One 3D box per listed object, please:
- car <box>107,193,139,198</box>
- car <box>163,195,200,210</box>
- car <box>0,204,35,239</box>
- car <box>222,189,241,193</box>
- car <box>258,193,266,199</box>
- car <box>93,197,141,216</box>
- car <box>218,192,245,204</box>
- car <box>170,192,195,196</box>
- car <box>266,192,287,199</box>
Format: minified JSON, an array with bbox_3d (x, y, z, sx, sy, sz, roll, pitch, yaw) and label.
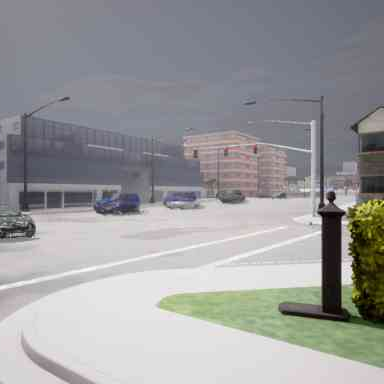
[{"bbox_3d":[-7.993,1.154,36.113,2.150,2.045,5.566,0,0,35],"label":"car"},{"bbox_3d":[-1.002,1.439,39.979,1.895,1.301,4.718,0,1,35],"label":"car"},{"bbox_3d":[-9.761,1.351,16.414,4.553,1.767,2.097,0,-1,36],"label":"car"},{"bbox_3d":[6.642,0.610,56.967,2.150,2.045,5.566,0,1,35],"label":"car"},{"bbox_3d":[15.539,0.756,69.518,1.895,1.301,4.718,0,0,35],"label":"car"},{"bbox_3d":[-6.909,1.507,31.556,1.994,1.385,4.181,0,0,35],"label":"car"},{"bbox_3d":[6.232,1.149,50.298,1.895,1.301,4.718,0,2,35],"label":"car"},{"bbox_3d":[-1.559,0.989,45.283,2.150,2.045,5.566,0,1,35],"label":"car"},{"bbox_3d":[17.174,0.672,65.773,2.128,1.511,4.902,0,0,35],"label":"car"}]
